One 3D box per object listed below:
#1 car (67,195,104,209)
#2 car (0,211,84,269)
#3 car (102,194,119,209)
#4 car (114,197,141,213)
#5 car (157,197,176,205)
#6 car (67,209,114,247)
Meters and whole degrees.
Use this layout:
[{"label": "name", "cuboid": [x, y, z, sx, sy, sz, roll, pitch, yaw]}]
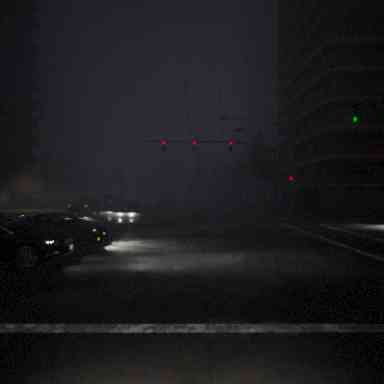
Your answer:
[{"label": "car", "cuboid": [-10.590, 1.364, 32.678, 2.097, 1.767, 4.553, 0, 0, 0]}, {"label": "car", "cuboid": [-6.307, 1.495, 10.594, 4.902, 1.511, 2.128, 0, 0, 0]}, {"label": "car", "cuboid": [-10.576, 1.237, 42.267, 2.150, 2.045, 5.566, 0, 0, 0]}, {"label": "car", "cuboid": [-7.063, 1.578, 37.632, 1.994, 1.385, 4.181, 0, 0, 1]}, {"label": "car", "cuboid": [-4.631, 1.610, 59.025, 1.895, 1.301, 4.718, 0, 0, -27]}, {"label": "car", "cuboid": [-5.734, 1.569, 14.096, 4.181, 1.385, 1.994, 0, 0, 0]}]
